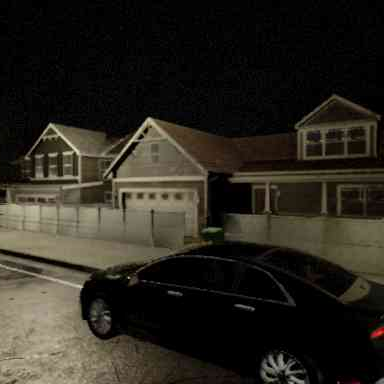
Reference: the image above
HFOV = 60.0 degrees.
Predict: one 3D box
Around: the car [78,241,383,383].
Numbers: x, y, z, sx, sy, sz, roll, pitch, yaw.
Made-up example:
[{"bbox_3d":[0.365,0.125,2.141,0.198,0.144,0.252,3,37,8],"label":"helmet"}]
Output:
[{"bbox_3d":[0.318,1.509,4.932,4.892,1.490,1.837,0,0,36],"label":"car"}]
